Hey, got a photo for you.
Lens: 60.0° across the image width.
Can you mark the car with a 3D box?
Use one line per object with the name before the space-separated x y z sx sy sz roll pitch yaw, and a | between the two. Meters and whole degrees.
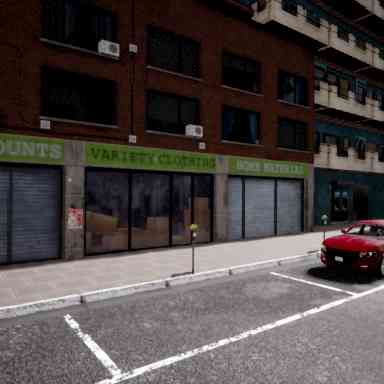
car | 5.767 1.548 10.209 4.507 1.381 1.887 0 1 -36
